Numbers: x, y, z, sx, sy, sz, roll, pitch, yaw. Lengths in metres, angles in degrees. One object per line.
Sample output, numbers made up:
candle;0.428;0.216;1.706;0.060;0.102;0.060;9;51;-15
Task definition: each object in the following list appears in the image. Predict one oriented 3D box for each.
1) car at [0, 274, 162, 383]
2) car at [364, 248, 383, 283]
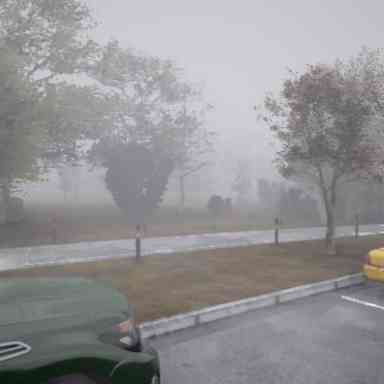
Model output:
car;-2.931;1.222;2.012;5.566;2.045;2.435;0;-2;-36
car;6.528;1.497;8.263;5.366;1.575;1.946;0;-2;-30
